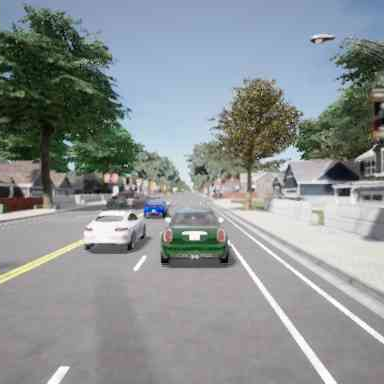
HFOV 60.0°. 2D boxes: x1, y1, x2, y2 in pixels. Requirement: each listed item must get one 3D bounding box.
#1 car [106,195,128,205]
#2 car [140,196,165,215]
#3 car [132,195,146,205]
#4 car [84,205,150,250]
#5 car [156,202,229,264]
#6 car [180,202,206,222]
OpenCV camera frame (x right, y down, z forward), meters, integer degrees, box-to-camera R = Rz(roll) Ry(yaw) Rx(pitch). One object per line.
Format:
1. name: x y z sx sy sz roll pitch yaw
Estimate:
1. car: -9.811 1.240 43.818 2.097 1.767 4.553 0 0 0
2. car: -3.144 1.401 29.830 1.882 1.535 5.008 0 0 0
3. car: -6.561 1.240 43.815 2.097 1.767 4.553 0 0 0
4. car: -3.148 1.490 14.118 1.812 1.442 4.674 0 0 0
5. car: 0.088 1.324 11.824 2.097 1.767 4.553 0 0 0
6. car: 0.096 1.533 26.591 1.895 1.301 4.718 0 0 0
